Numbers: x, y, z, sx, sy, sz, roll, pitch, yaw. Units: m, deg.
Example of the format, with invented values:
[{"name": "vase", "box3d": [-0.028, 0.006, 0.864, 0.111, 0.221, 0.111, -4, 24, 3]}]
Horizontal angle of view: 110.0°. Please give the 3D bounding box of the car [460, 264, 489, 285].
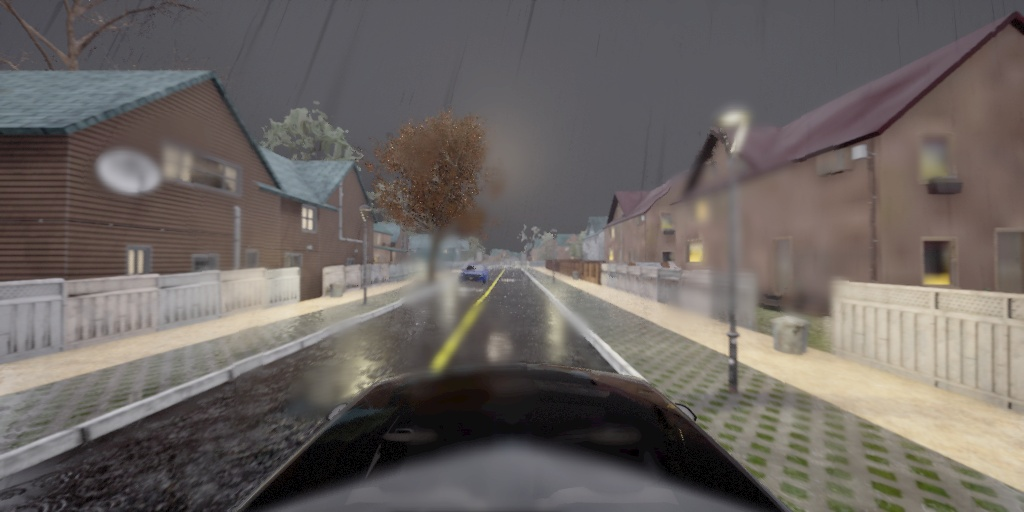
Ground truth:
[{"name": "car", "box3d": [-2.850, 1.362, 28.088, 1.882, 1.535, 5.008, 0, -1, 0]}]
